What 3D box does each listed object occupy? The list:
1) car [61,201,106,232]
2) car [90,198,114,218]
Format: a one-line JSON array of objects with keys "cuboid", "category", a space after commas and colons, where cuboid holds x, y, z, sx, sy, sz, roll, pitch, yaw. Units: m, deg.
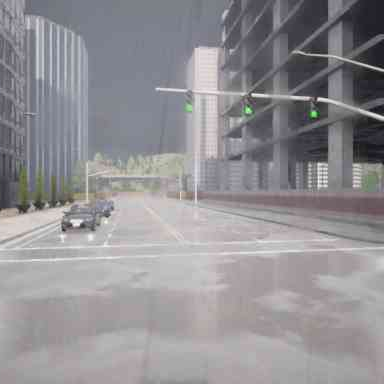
[{"cuboid": [-6.785, 1.533, 20.640, 2.128, 1.511, 4.902, 0, 0, -10], "category": "car"}, {"cuboid": [-8.624, 1.399, 30.558, 2.097, 1.767, 4.553, 0, 0, -10], "category": "car"}]
